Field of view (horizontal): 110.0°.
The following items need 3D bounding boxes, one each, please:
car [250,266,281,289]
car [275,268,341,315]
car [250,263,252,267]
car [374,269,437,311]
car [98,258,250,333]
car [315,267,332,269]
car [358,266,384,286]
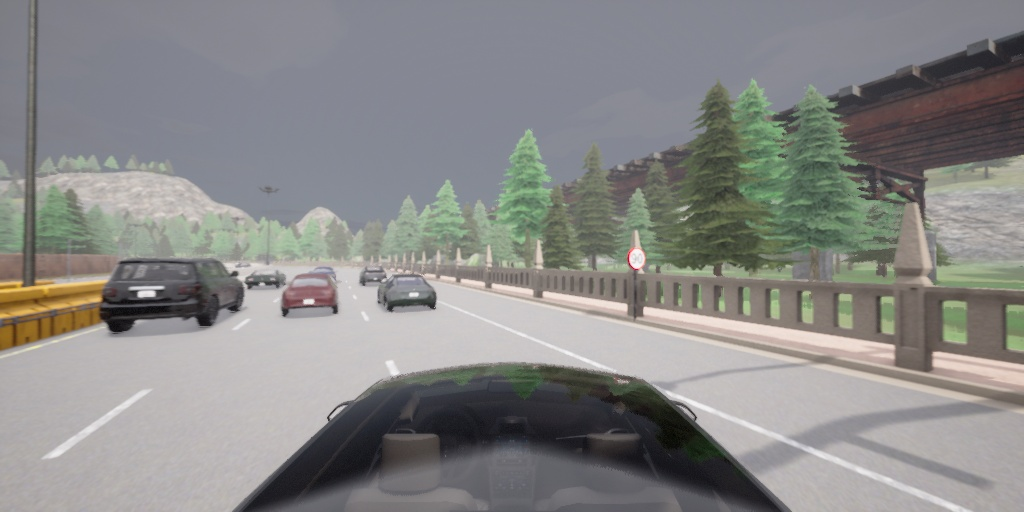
[{"bbox_3d":[-17.388,1.595,25.583,1.895,1.301,4.718,0,-1,-26],"label":"car"},{"bbox_3d":[-7.900,1.405,14.262,1.812,1.442,4.674,0,0,-26],"label":"car"},{"bbox_3d":[-38.870,1.755,52.054,2.128,1.511,4.902,0,-1,-31],"label":"car"},{"bbox_3d":[-4.608,1.461,15.492,1.994,1.385,4.181,0,-1,-26],"label":"car"},{"bbox_3d":[-10.469,1.072,11.534,2.150,2.045,5.566,0,0,-26],"label":"car"},{"bbox_3d":[-14.526,1.545,27.711,1.812,1.442,4.674,0,0,-26],"label":"car"},{"bbox_3d":[-11.216,1.529,28.904,2.128,1.511,4.902,0,-1,-26],"label":"car"}]
